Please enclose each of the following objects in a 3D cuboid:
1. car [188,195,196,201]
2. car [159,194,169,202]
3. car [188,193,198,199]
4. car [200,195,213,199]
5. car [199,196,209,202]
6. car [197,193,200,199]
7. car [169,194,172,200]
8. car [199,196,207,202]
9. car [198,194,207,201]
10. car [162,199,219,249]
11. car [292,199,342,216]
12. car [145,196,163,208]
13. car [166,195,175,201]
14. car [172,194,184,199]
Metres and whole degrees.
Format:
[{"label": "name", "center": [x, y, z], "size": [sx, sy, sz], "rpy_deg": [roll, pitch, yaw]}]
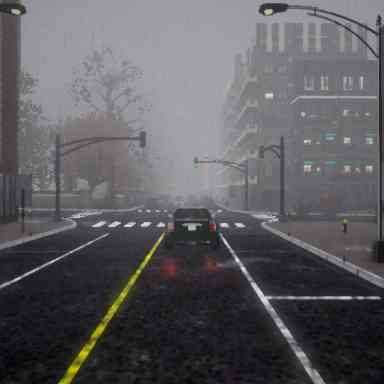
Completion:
[{"label": "car", "center": [0.002, 1.464, 87.165], "size": [1.882, 1.535, 5.008], "rpy_deg": [0, 0, 0]}, {"label": "car", "center": [-5.687, 1.576, 59.121], "size": [1.752, 1.417, 4.829], "rpy_deg": [0, 0, 0]}, {"label": "car", "center": [0.001, 1.478, 73.414], "size": [1.882, 1.535, 5.008], "rpy_deg": [0, 0, 0]}, {"label": "car", "center": [2.693, 1.587, 53.660], "size": [1.887, 1.381, 4.507], "rpy_deg": [0, 0, 0]}, {"label": "car", "center": [2.692, 1.635, 76.181], "size": [2.008, 1.369, 4.403], "rpy_deg": [0, 0, 0]}, {"label": "car", "center": [2.693, 1.512, 70.551], "size": [1.967, 1.590, 4.097], "rpy_deg": [0, 0, 0]}, {"label": "car", "center": [-5.687, 1.376, 64.921], "size": [2.192, 1.841, 5.009], "rpy_deg": [0, 0, 0]}, {"label": "car", "center": [2.693, 1.641, 81.811], "size": [1.887, 1.381, 4.507], "rpy_deg": [0, 0, 0]}, {"label": "car", "center": [2.694, 1.424, 87.442], "size": [2.192, 1.841, 5.009], "rpy_deg": [0, 0, 0]}, {"label": "car", "center": [0.000, 1.369, 14.621], "size": [2.097, 1.767, 4.553], "rpy_deg": [0, 0, 0]}, {"label": "car", "center": [13.466, 1.618, 35.708], "size": [5.009, 1.841, 2.192], "rpy_deg": [1, -1, -1]}, {"label": "car", "center": [-5.687, 1.600, 48.030], "size": [1.947, 1.339, 4.313], "rpy_deg": [0, 0, 0]}, {"label": "car", "center": [-5.687, 1.549, 87.441], "size": [1.967, 1.590, 4.097], "rpy_deg": [0, 0, 0]}, {"label": "car", "center": [-3.000, 1.534, 78.446], "size": [1.837, 1.490, 4.892], "rpy_deg": [0, 0, 0]}]
